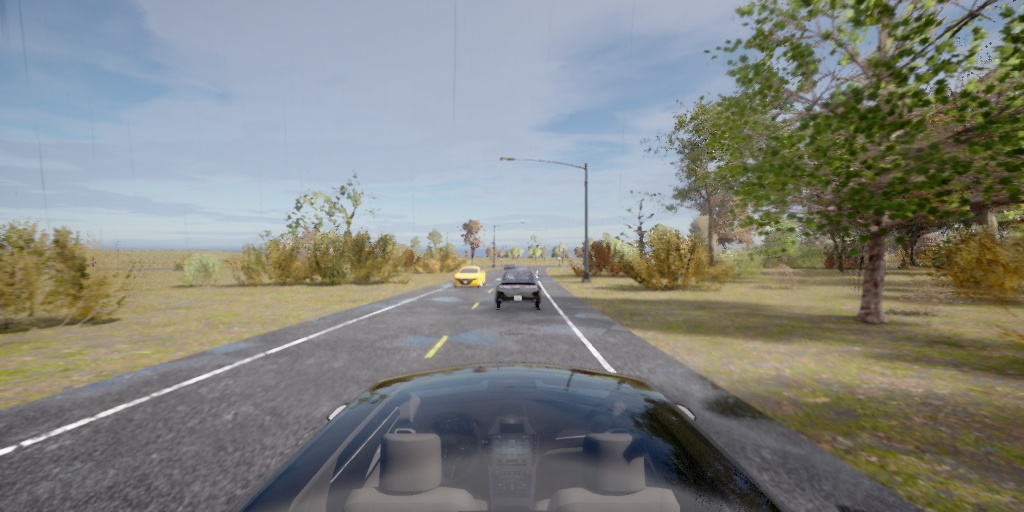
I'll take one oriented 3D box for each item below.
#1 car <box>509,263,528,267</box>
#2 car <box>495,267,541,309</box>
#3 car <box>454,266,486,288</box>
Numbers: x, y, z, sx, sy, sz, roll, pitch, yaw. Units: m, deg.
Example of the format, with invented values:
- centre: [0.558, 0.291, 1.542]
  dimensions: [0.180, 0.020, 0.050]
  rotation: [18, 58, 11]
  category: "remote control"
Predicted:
- centre: [1.065, 1.727, 37.492]
  dimensions: [2.033, 1.411, 5.357]
  rotation: [0, -1, 3]
  category: "car"
- centre: [0.284, 1.419, 16.103]
  dimensions: [2.128, 1.511, 4.902]
  rotation: [0, -1, 1]
  category: "car"
- centre: [-3.093, 1.529, 26.930]
  dimensions: [1.882, 1.535, 5.008]
  rotation: [0, -1, 2]
  category: "car"
